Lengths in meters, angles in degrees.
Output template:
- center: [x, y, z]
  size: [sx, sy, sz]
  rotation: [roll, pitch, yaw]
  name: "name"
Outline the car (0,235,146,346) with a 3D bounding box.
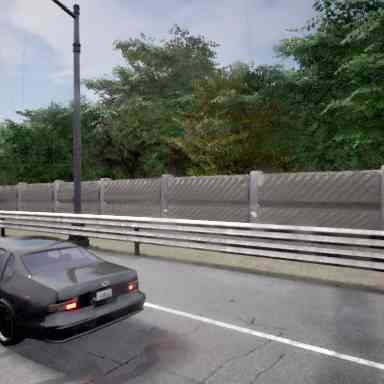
- center: [-3.321, 1.569, 6.376]
  size: [5.357, 1.411, 2.033]
  rotation: [0, 0, 36]
  name: "car"
